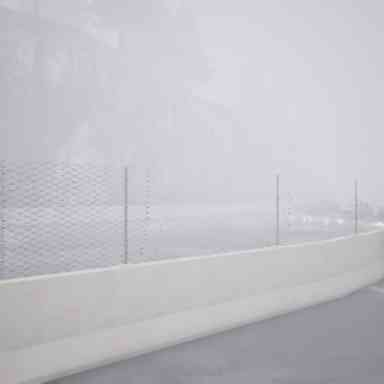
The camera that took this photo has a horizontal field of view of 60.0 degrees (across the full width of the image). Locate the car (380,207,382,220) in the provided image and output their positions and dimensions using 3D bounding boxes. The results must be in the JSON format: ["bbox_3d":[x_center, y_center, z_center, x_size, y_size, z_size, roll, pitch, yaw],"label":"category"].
[{"bbox_3d":[17.651,1.676,28.897,2.128,1.511,4.902,0,0,44],"label":"car"}]
